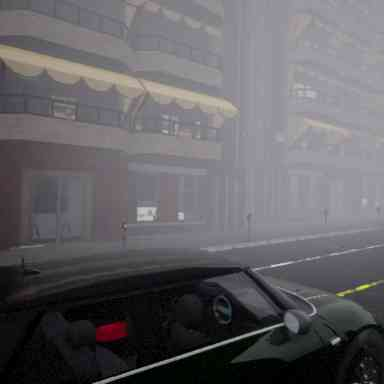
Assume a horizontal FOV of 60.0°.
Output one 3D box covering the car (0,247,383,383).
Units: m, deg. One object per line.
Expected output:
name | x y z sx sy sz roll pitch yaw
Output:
car | -0.068 1.352 3.231 4.553 1.767 2.097 0 0 -35
